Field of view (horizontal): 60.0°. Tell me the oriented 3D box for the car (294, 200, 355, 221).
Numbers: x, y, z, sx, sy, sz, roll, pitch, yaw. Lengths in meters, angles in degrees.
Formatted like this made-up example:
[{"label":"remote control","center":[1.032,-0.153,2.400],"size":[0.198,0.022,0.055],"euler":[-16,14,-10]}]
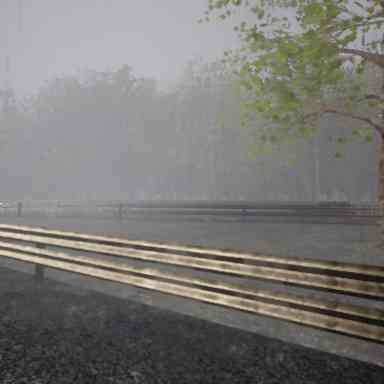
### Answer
[{"label":"car","center":[11.170,1.502,28.209],"size":[4.856,1.649,2.033],"euler":[0,0,14]}]
